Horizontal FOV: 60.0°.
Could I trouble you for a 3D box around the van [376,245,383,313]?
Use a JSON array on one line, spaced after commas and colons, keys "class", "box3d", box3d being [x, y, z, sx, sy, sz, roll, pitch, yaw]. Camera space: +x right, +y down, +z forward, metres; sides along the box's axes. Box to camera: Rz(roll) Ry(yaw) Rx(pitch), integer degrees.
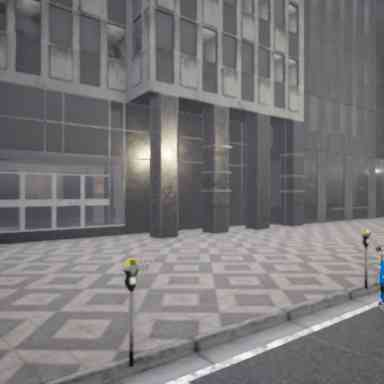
[{"class": "van", "box3d": [4.897, 1.345, 5.882, 3.998, 1.788, 1.690, 0, 0, -35]}]
